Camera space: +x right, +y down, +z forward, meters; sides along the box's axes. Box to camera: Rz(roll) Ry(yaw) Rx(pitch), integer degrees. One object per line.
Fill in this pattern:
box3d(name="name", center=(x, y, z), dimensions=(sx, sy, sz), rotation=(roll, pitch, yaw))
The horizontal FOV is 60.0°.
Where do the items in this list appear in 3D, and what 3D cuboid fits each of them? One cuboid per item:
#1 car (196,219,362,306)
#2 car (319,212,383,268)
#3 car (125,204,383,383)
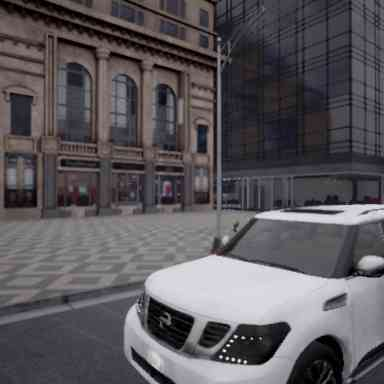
box3d(name="car", center=(2.448, 1.581, 8.759), dimensions=(4.507, 1.381, 1.887), rotation=(0, 0, -38))
box3d(name="car", center=(6.771, 1.554, 12.087), dimensions=(4.829, 1.417, 1.752), rotation=(0, 0, -38))
box3d(name="car", center=(1.849, 1.241, 4.831), dimensions=(5.566, 2.045, 2.150), rotation=(0, 0, -38))
